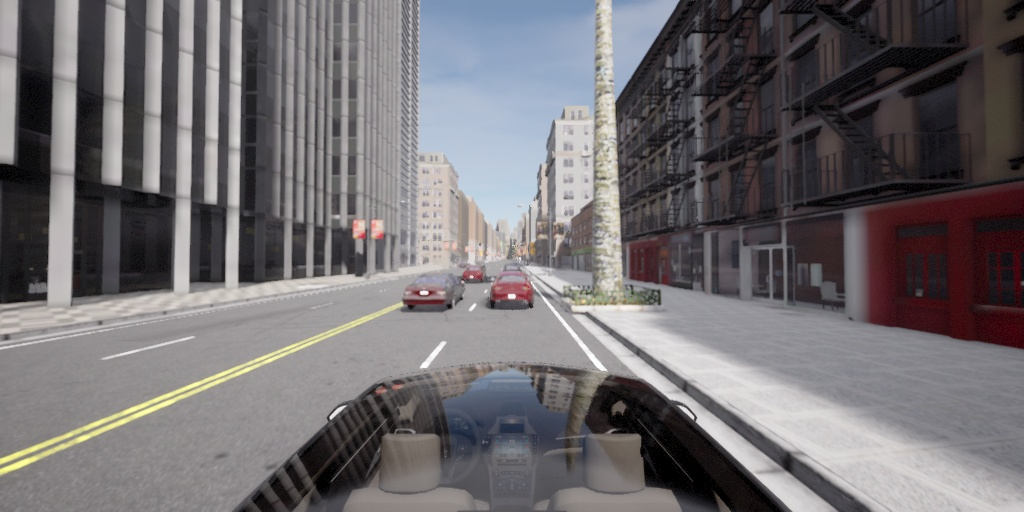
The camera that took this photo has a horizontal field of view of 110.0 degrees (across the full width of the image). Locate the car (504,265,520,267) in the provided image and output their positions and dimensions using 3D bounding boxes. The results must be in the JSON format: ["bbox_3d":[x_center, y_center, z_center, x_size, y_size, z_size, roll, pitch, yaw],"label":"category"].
[{"bbox_3d":[0.005,1.510,31.074,2.128,1.511,4.902,0,0,0],"label":"car"}]

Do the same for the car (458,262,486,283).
[{"bbox_3d":[-3.245,1.544,31.162,1.812,1.442,4.674,0,0,0],"label":"car"}]

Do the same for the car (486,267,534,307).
[{"bbox_3d":[0.005,1.411,16.166,1.812,1.442,4.674,0,0,0],"label":"car"}]

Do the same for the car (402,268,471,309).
[{"bbox_3d":[-3.249,1.429,15.770,2.033,1.411,5.357,0,0,0],"label":"car"}]
